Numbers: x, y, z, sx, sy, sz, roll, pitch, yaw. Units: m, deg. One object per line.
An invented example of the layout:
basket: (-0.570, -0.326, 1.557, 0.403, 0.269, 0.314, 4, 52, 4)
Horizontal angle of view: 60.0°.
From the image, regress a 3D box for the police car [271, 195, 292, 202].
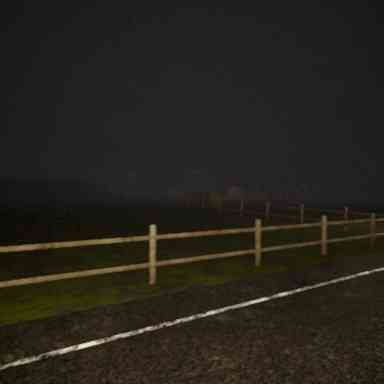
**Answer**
police car: (19.470, 1.363, 72.072, 2.038, 1.542, 4.974, 2, 0, -32)
